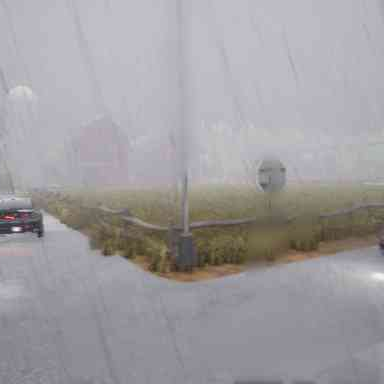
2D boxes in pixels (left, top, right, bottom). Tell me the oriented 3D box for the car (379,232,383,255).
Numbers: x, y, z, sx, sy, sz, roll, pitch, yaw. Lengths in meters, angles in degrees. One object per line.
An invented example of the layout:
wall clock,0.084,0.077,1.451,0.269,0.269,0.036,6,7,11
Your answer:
car,7.123,1.038,9.078,4.674,1.442,1.812,-2,3,-31

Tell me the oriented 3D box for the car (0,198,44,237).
car,-7.341,1.011,13.931,1.837,1.490,4.892,-2,2,-27
